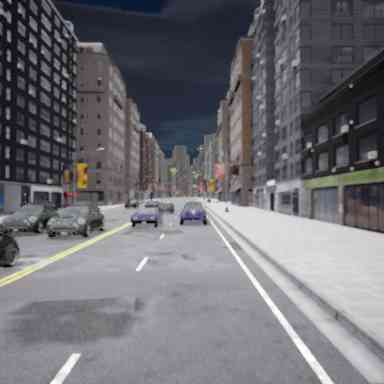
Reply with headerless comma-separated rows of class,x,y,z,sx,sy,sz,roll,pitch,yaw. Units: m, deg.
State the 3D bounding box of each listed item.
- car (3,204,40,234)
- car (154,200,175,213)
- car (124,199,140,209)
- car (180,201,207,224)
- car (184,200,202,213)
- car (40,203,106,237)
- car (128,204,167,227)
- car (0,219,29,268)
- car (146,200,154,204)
car,-9.742,1.538,20.617,2.097,1.767,4.553,0,0,0
car,-3.155,1.846,41.872,2.128,1.511,4.902,0,0,0
car,-9.740,1.918,54.445,1.882,1.535,5.008,0,-1,0
car,0.109,1.589,27.008,2.097,1.767,4.553,0,-1,0
car,0.114,1.853,42.955,2.128,1.511,4.902,0,0,0
car,-6.492,1.524,19.086,2.097,1.767,4.553,0,0,0
car,-3.215,1.820,24.638,1.895,1.301,4.718,0,0,1
car,-6.496,1.647,8.967,1.994,1.385,4.181,0,-1,0
car,-6.485,2.007,54.839,1.994,1.385,4.181,0,0,0
